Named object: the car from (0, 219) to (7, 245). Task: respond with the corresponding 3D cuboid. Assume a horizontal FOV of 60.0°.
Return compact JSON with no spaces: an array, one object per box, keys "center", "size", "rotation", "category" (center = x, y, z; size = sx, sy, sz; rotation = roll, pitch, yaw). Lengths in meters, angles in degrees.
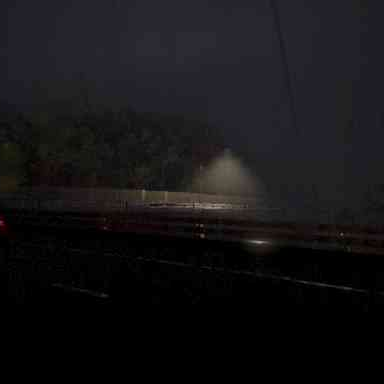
[{"center":[-9.889,1.364,13.803],"size":[4.553,1.767,2.097],"rotation":[0,0,27],"category":"car"}]
